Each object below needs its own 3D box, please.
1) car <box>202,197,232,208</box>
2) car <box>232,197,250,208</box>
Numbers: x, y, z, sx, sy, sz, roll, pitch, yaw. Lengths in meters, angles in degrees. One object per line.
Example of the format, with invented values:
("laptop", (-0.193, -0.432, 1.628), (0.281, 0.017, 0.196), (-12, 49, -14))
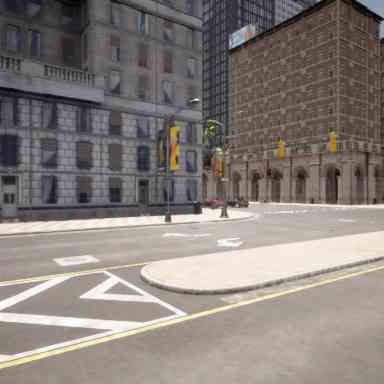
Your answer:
("car", (3.039, 1.526, 46.977), (1.812, 1.442, 4.674), (0, 0, -35))
("car", (6.246, 1.505, 48.495), (1.837, 1.490, 4.892), (0, 0, -35))
